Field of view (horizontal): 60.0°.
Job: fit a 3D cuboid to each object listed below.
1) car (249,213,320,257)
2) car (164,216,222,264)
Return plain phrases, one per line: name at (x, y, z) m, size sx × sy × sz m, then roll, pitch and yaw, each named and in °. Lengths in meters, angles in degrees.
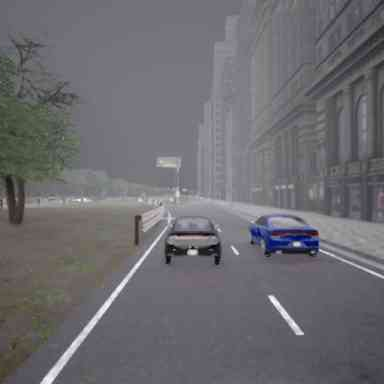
car at (3.555, 1.616, 13.657) m, size 1.882 × 1.535 × 5.008 m, roll 0°, pitch 0°, yaw 1°
car at (0.043, 1.617, 12.335) m, size 2.128 × 1.511 × 4.902 m, roll 0°, pitch -1°, yaw 1°
